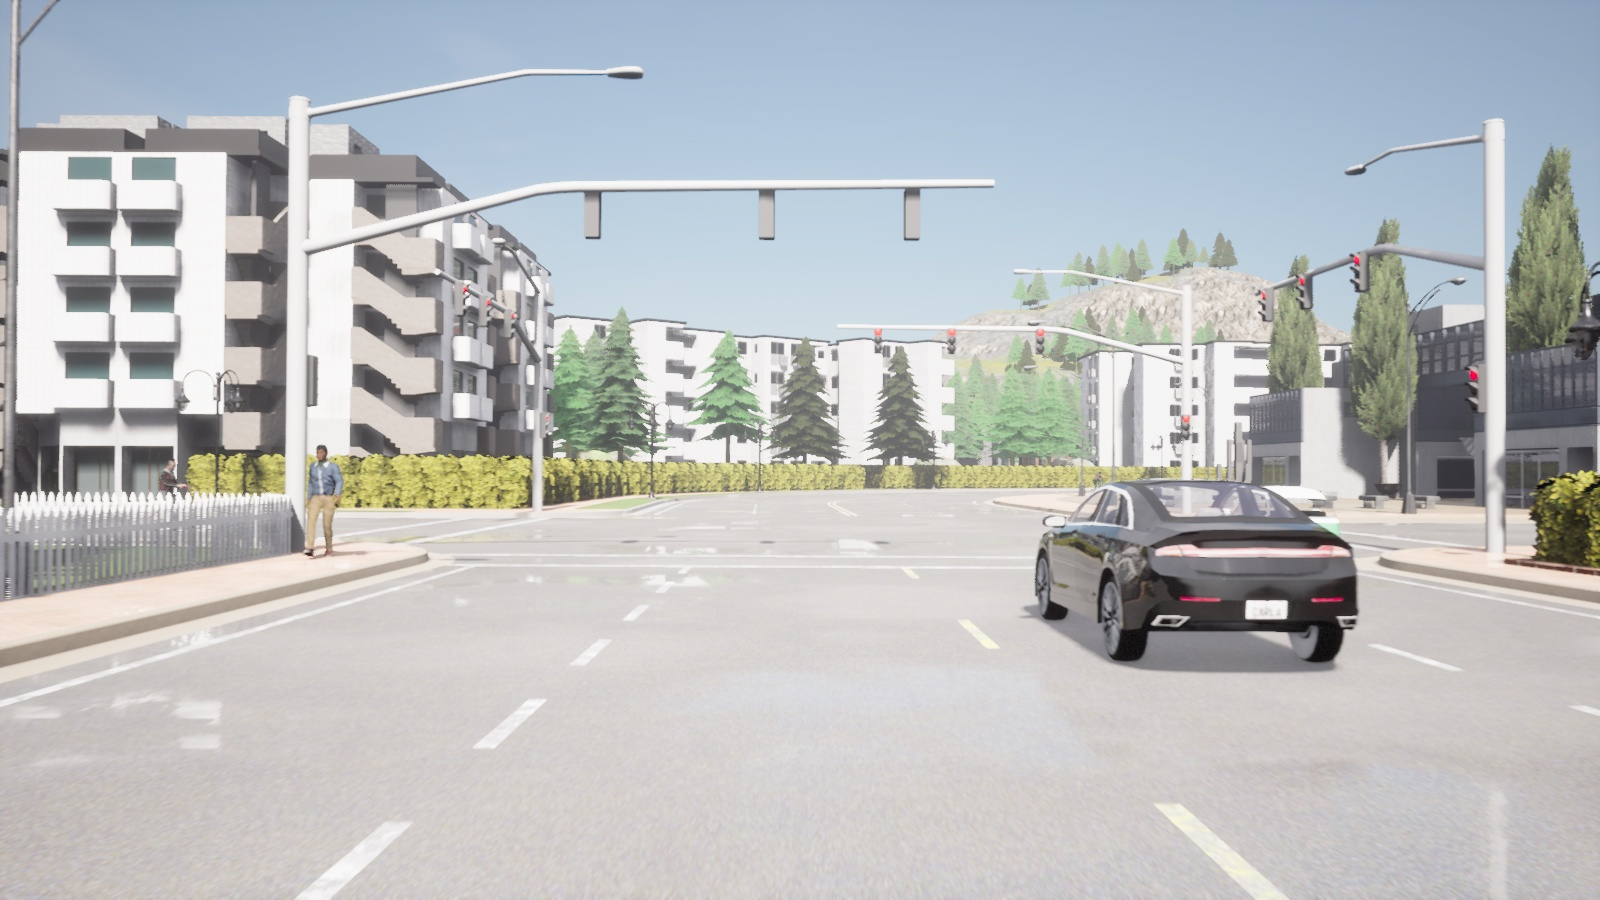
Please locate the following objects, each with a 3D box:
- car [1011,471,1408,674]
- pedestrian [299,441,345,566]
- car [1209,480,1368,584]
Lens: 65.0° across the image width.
[{"bbox_3d":[3.472,0.955,11.851,2.128,1.511,4.902,0,-1,0],"label":"car"},{"bbox_3d":[-7.557,0.836,19.884,0.423,1.949,0.788,0,-1,0],"label":"pedestrian"},{"bbox_3d":[6.993,1.146,18.166,1.481,1.376,2.207,0,-1,2],"label":"car"}]
